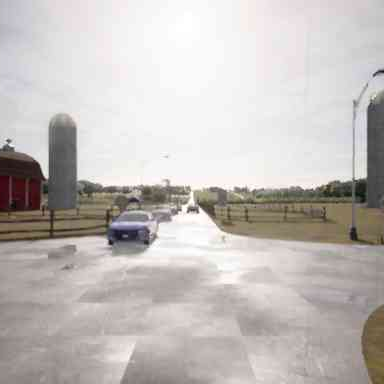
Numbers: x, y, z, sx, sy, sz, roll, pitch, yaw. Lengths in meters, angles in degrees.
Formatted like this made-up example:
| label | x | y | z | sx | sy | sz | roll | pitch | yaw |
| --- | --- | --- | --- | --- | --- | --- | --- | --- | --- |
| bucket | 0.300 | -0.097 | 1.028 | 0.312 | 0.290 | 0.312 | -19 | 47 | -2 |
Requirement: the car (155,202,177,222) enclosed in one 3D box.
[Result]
| label | x | y | z | sx | sy | sz | roll | pitch | yaw |
| --- | --- | --- | --- | --- | --- | --- | --- | --- | --- |
| car | -2.812 | 2.003 | 31.510 | 2.128 | 1.511 | 4.902 | 0 | -1 | 0 |

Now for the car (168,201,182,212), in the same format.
| label | x | y | z | sx | sy | sz | roll | pitch | yaw |
| --- | --- | --- | --- | --- | --- | --- | --- | --- | --- |
| car | -2.733 | 2.343 | 55.143 | 2.097 | 1.767 | 4.553 | 0 | -1 | 1 |

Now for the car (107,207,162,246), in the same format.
| label | x | y | z | sx | sy | sz | roll | pitch | yaw |
| --- | --- | --- | --- | --- | --- | --- | --- | --- | --- |
| car | -2.833 | 1.696 | 16.699 | 1.882 | 1.535 | 5.008 | 0 | -2 | 0 |

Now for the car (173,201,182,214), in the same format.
| label | x | y | z | sx | sy | sz | roll | pitch | yaw |
| --- | --- | --- | --- | --- | --- | --- | --- | --- | --- |
| car | -2.789 | 2.210 | 43.005 | 2.128 | 1.511 | 4.902 | 0 | -1 | 0 |

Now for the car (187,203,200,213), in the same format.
| label | x | y | z | sx | sy | sz | roll | pitch | yaw |
| --- | --- | --- | --- | --- | --- | --- | --- | --- | --- |
| car | 0.160 | 2.436 | 50.840 | 2.033 | 1.411 | 5.357 | 0 | -1 | 0 |
